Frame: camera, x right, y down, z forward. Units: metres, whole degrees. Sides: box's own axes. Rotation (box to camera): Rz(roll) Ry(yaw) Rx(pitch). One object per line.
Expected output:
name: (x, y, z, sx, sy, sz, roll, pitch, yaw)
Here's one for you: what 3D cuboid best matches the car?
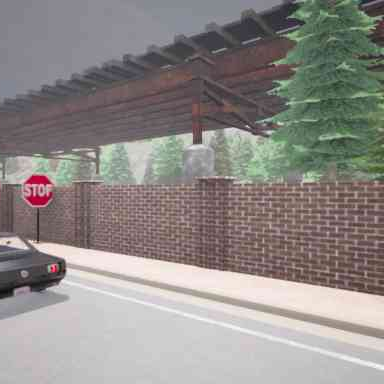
car: (-5.026, 1.601, 7.631, 4.718, 1.301, 1.895, 0, 0, 36)
